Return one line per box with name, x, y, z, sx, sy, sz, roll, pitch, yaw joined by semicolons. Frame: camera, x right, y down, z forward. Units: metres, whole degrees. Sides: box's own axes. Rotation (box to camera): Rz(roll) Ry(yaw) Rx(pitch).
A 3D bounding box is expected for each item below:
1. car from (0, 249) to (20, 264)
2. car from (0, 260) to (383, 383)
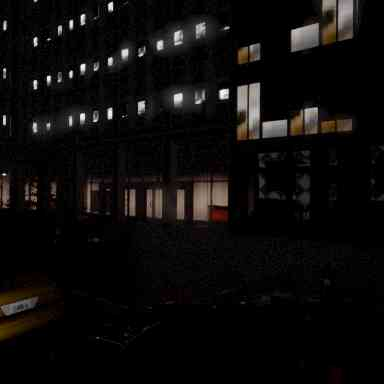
car;-4.215;1.524;5.888;4.829;1.417;1.752;0;1;36
car;0.543;1.440;2.478;4.097;1.590;1.967;0;1;36
